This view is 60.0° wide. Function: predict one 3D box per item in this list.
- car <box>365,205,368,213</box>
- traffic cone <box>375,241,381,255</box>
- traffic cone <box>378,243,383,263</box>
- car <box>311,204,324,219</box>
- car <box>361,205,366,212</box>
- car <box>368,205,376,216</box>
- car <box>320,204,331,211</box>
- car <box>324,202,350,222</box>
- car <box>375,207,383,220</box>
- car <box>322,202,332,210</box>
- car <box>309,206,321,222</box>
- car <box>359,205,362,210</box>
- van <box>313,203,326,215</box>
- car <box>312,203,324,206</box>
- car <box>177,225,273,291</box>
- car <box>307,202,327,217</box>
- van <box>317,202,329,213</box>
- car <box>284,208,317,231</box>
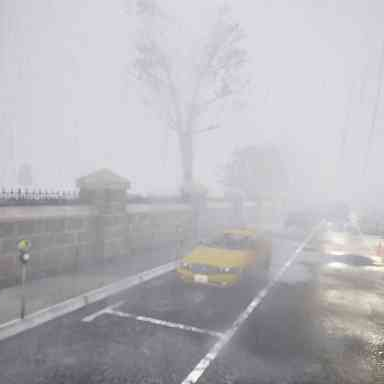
[{"bbox_3d":[31.787,3.290,57.820,1.802,1.307,4.206,2,-1,24],"label":"car"},{"bbox_3d":[8.047,2.374,14.231,0.340,0.580,0.340,2,-1,24],"label":"traffic cone"},{"bbox_3d":[7.235,2.328,12.404,0.340,0.580,0.340,2,-1,24],"label":"traffic cone"},{"bbox_3d":[12.698,2.346,35.517,1.887,1.381,4.507,2,-1,24],"label":"car"},{"bbox_3d":[36.362,3.552,68.106,1.947,1.339,4.313,2,-1,24],"label":"car"},{"bbox_3d":[29.504,3.010,52.679,1.967,1.590,4.097,2,-1,24],"label":"car"},{"bbox_3d":[28.710,3.337,71.516,1.947,1.339,4.313,2,-1,24],"label":"car"},{"bbox_3d":[16.133,2.153,36.740,2.150,2.045,5.566,2,-1,25],"label":"car"},{"bbox_3d":[24.924,2.874,42.391,1.802,1.307,4.206,2,-1,24],"label":"car"},{"bbox_3d":[33.293,3.368,81.803,2.192,1.841,5.009,2,-1,24],"label":"car"},{"bbox_3d":[10.410,2.251,30.375,1.802,1.307,4.206,2,-1,24],"label":"car"},{"bbox_3d":[40.941,3.708,78.392,1.967,1.590,4.097,2,-1,24],"label":"car"},{"bbox_3d":[19.567,2.557,50.946,1.690,1.788,3.998,2,-1,24],"label":"van"},{"bbox_3d":[14.989,2.379,40.658,1.967,1.590,4.097,2,-1,24],"label":"car"},{"bbox_3d":[1.191,1.669,9.647,1.752,1.417,4.829,2,-1,24],"label":"car"},{"bbox_3d":[17.280,2.392,45.804,2.192,1.841,5.009,2,-1,24],"label":"car"},{"bbox_3d":[24.142,2.834,61.233,1.690,1.788,3.998,2,-1,24],"label":"van"},{"bbox_3d":[8.123,2.105,25.232,1.947,1.339,4.313,2,-1,24],"label":"car"}]
